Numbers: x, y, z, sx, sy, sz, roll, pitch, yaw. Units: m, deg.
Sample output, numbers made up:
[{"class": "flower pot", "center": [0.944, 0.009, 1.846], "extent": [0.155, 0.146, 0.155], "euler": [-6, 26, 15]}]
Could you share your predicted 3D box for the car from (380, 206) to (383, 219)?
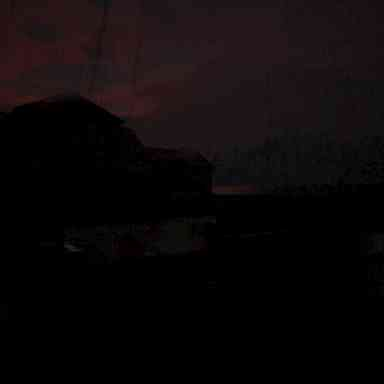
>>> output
[{"class": "car", "center": [16.528, 1.351, 24.399], "extent": [2.097, 1.767, 4.553], "euler": [0, 0, -36]}]
